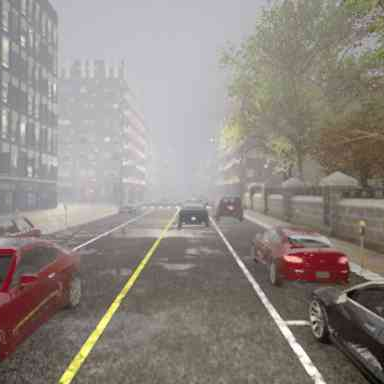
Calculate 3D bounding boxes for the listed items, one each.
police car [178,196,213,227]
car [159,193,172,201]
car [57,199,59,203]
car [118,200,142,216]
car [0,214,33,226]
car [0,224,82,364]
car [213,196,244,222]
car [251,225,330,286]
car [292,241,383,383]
[{"bbox_3d":[0.098,1.327,21.772,1.930,1.638,5.238,0,0,0],"label":"police car"},{"bbox_3d":[-5.691,1.089,68.800,1.967,1.590,4.097,1,0,0],"label":"car"},{"bbox_3d":[-22.109,1.111,48.412,5.009,1.841,2.192,0,0,1],"label":"car"},{"bbox_3d":[-5.686,1.409,30.857,2.008,1.369,4.403,1,0,0],"label":"car"},{"bbox_3d":[-5.682,1.401,8.960,1.967,1.590,4.097,1,0,0],"label":"car"},{"bbox_3d":[-3.100,1.504,5.036,1.812,1.442,4.674,0,0,0],"label":"car"},{"bbox_3d":[2.698,1.201,25.375,2.192,1.841,5.009,1,0,0],"label":"car"},{"bbox_3d":[2.697,1.544,8.939,1.802,1.307,4.206,1,0,0],"label":"car"},{"bbox_3d":[2.699,1.551,3.462,1.947,1.339,4.313,1,0,0],"label":"car"}]
